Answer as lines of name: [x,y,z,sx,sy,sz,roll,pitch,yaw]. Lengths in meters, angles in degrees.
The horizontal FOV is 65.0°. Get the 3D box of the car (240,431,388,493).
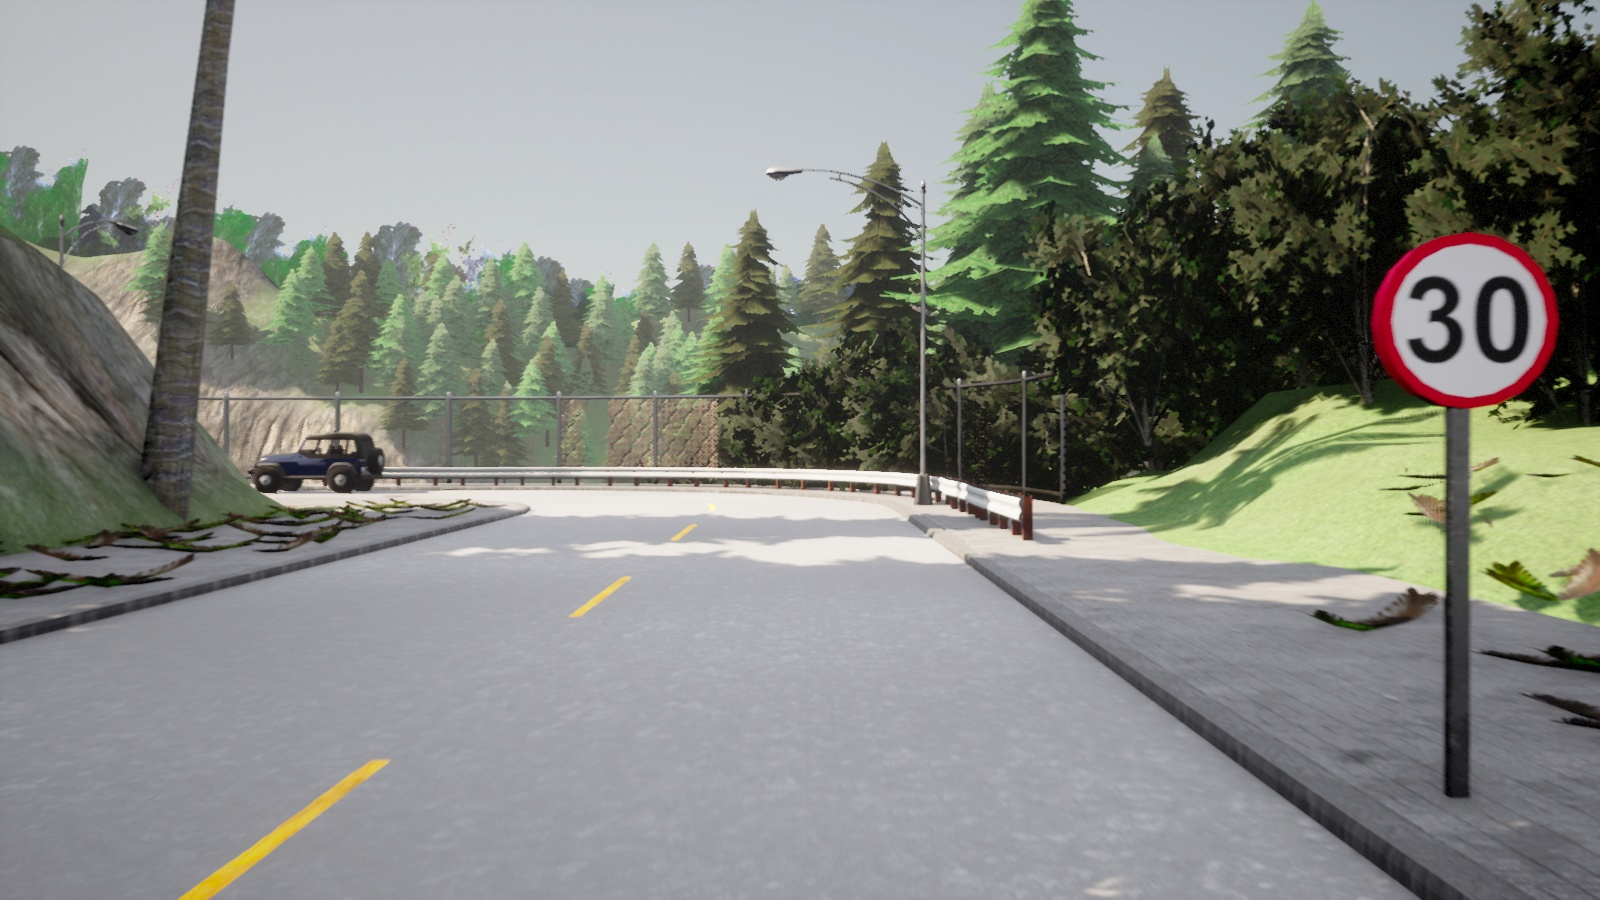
car: [-15.102,0.367,39.181,3.866,1.878,1.905,0,0,1]
